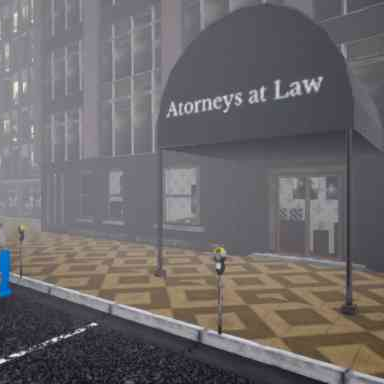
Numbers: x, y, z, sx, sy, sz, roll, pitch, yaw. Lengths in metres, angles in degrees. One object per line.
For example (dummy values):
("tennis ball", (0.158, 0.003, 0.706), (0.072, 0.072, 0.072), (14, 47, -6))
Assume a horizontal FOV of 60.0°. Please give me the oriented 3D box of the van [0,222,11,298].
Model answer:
("van", (-5.308, 1.341, 6.687), (3.998, 1.788, 1.690), (0, 0, 36))
